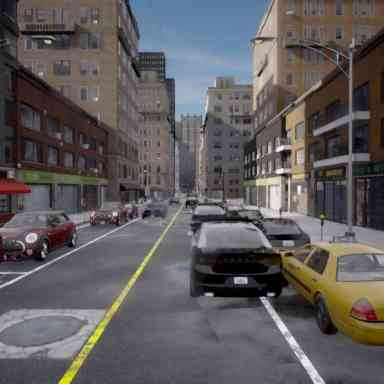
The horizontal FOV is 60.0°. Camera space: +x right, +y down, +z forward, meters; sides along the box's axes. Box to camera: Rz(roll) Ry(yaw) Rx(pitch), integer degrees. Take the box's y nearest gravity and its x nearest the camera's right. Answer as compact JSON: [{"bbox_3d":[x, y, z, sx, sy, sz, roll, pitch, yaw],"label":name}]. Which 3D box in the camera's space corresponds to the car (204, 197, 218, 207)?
[{"bbox_3d":[2.865,1.534,51.047,1.947,1.339,4.313,-1,0,0],"label":"car"}]

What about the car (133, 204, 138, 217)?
[{"bbox_3d":[-5.678,1.570,28.703,1.802,1.307,4.206,-1,0,0],"label":"car"}]

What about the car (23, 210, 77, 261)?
[{"bbox_3d":[-5.679,1.436,11.946,1.967,1.590,4.097,-1,0,0],"label":"car"}]

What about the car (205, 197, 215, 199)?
[{"bbox_3d":[2.863,1.530,39.875,2.008,1.369,4.403,-1,0,0],"label":"car"}]

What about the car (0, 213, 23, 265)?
[{"bbox_3d":[-5.680,1.313,6.360,2.192,1.841,5.009,-1,0,0],"label":"car"}]

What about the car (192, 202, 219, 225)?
[{"bbox_3d":[0.898,1.516,24.588,1.812,1.442,4.674,0,0,0],"label":"car"}]

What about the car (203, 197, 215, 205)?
[{"bbox_3d":[2.866,1.544,56.633,1.802,1.307,4.206,-1,0,0],"label":"car"}]

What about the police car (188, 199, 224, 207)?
[{"bbox_3d":[0.898,1.418,18.698,1.930,1.638,5.238,0,0,0],"label":"police car"}]

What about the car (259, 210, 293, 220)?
[{"bbox_3d":[2.857,1.562,11.946,1.947,1.339,4.313,-1,0,0],"label":"car"}]

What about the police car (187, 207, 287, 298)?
[{"bbox_3d":[0.899,1.422,8.697,1.930,1.638,5.238,0,0,0],"label":"police car"}]

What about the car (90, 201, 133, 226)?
[{"bbox_3d":[-5.679,1.431,23.117,1.967,1.590,4.097,-1,0,0],"label":"car"}]

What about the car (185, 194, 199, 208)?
[{"bbox_3d":[0.033,1.449,48.424,1.882,1.535,5.008,0,0,0],"label":"car"}]

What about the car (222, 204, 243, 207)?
[{"bbox_3d":[2.858,1.559,17.532,1.947,1.339,4.313,-1,0,0],"label":"car"}]

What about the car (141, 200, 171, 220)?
[{"bbox_3d":[-3.103,1.589,28.282,1.895,1.301,4.718,0,0,0],"label":"car"}]

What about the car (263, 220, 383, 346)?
[{"bbox_3d":[2.856,1.523,6.530,1.752,1.417,4.829,-1,0,0],"label":"car"}]

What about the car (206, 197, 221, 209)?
[{"bbox_3d":[2.864,1.499,45.631,1.752,1.417,4.829,-1,0,0],"label":"car"}]

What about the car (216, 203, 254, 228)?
[{"bbox_3d":[2.860,1.542,23.118,2.008,1.369,4.403,-1,0,0],"label":"car"}]

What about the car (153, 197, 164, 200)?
[{"bbox_3d":[-5.679,1.507,56.631,1.887,1.381,4.507,-1,0,0],"label":"car"}]

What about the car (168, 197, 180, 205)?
[{"bbox_3d":[-3.003,1.508,57.891,2.033,1.411,5.357,0,0,0],"label":"car"}]
